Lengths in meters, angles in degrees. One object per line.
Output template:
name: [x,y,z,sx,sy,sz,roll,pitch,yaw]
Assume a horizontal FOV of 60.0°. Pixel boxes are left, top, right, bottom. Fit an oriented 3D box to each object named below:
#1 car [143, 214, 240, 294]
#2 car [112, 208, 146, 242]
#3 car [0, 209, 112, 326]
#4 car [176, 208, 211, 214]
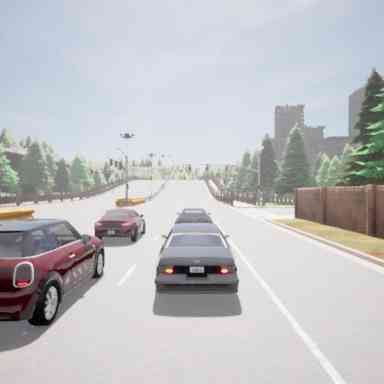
car: [0.097,1.544,8.927,2.033,1.411,5.357,0,0,0]
car: [-3.408,1.520,16.216,1.812,1.442,4.674,0,0,-1]
car: [-3.403,1.350,7.221,2.097,1.767,4.553,0,0,0]
car: [0.096,1.558,18.168,1.994,1.385,4.181,0,0,0]
